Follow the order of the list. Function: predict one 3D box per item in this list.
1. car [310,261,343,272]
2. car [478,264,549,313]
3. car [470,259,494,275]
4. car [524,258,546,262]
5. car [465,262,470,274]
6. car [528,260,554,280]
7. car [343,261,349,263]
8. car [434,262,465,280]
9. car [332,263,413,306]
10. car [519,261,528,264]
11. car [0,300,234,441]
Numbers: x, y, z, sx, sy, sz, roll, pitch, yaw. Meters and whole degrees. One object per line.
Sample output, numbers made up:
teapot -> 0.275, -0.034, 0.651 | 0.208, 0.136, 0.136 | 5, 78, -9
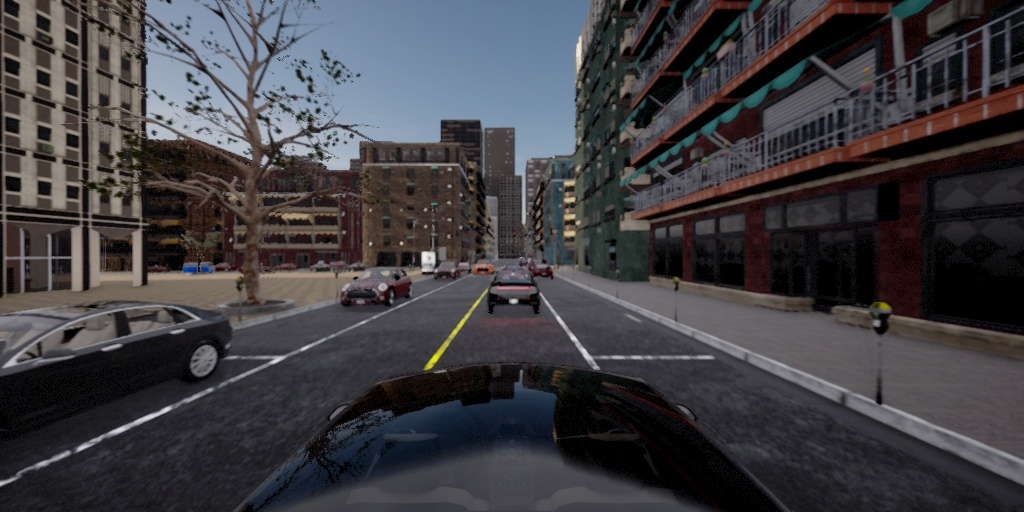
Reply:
car -> -27.967, 1.807, 53.868 | 4.403, 1.370, 2.007 | 0, 0, 0
car -> 0.071, 1.258, 14.079 | 2.128, 1.511, 4.902 | 0, 0, 0
car -> -3.072, 1.162, 39.828 | 2.097, 1.767, 4.553 | 0, 0, 0
car -> 2.686, 1.121, 37.614 | 2.192, 1.841, 5.009 | 0, 0, 0
car -> -5.696, 1.399, 43.142 | 1.802, 1.307, 4.207 | 0, 0, 0
car -> 2.686, 1.341, 32.085 | 1.888, 1.381, 4.507 | 0, 0, 0
car -> -22.398, 1.726, 53.908 | 4.403, 1.370, 2.007 | 0, 0, 0
car -> -5.695, 1.236, 32.086 | 1.967, 1.591, 4.097 | 0, 0, 0
car -> -5.693, 1.208, 15.504 | 1.967, 1.591, 4.097 | 0, 0, 0
car -> 0.071, 1.355, 29.399 | 1.994, 1.385, 4.181 | 0, 0, 0
car -> -5.692, 1.304, 4.448 | 2.007, 1.370, 4.403 | 0, 0, 0
